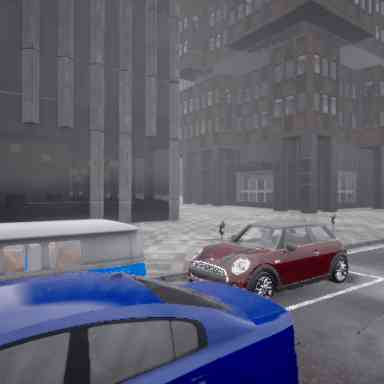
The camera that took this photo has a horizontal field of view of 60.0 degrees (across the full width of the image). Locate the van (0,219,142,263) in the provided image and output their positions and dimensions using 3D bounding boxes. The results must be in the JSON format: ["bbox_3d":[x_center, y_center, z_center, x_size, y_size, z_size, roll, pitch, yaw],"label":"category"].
[{"bbox_3d":[-2.624,1.341,4.776,3.998,1.788,1.690,0,0,-35],"label":"van"}]

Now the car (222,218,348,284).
[{"bbox_3d":[1.886,1.439,7.965,4.097,1.590,1.967,0,0,-35],"label":"car"}]

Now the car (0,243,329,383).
[{"bbox_3d":[-1.336,1.477,2.426,5.008,1.535,1.882,0,0,-35],"label":"car"}]
